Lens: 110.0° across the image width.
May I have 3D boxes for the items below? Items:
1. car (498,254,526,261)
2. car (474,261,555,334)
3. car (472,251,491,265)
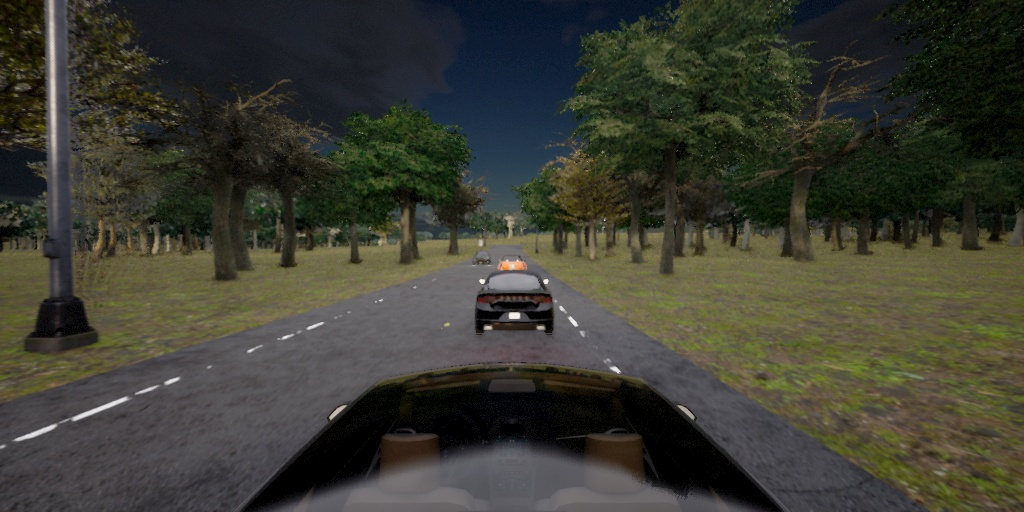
[{"bbox_3d":[0.026,0.655,27.447,2.097,1.767,4.553,0,1,0],"label":"car"},{"bbox_3d":[0.057,1.090,10.172,1.882,1.535,5.008,0,1,0],"label":"car"},{"bbox_3d":[-3.679,0.137,44.162,2.097,1.767,4.553,0,2,0],"label":"car"}]
